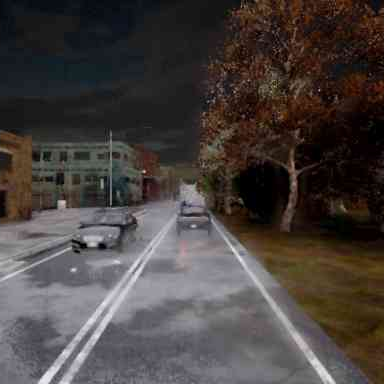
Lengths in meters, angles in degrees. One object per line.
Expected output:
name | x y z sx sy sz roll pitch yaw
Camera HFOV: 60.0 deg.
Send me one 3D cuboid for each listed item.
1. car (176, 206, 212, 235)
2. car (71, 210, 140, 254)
car | 0.099 1.528 19.076 2.128 1.511 4.902 0 0 0
car | -3.349 1.501 13.640 2.128 1.511 4.902 0 0 0
